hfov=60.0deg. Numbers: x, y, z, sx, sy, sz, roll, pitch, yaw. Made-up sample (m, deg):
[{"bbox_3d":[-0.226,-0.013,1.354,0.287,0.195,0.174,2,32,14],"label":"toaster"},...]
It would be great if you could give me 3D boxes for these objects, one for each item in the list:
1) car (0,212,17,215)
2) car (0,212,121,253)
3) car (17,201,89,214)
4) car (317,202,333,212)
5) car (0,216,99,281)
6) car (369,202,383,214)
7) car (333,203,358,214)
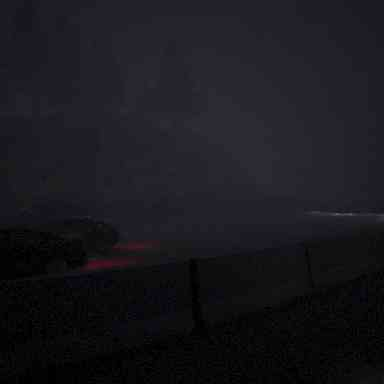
[{"bbox_3d":[-10.194,1.613,14.010,4.553,1.767,2.097,0,-1,-35],"label":"car"},{"bbox_3d":[-5.281,1.729,13.218,4.892,1.490,1.837,0,-1,-37],"label":"car"},{"bbox_3d":[-8.724,1.555,19.356,5.566,2.045,2.150,1,-1,-37],"label":"car"},{"bbox_3d":[19.598,2.125,48.349,1.812,1.442,4.674,-1,-1,36],"label":"car"},{"bbox_3d":[-5.336,1.638,8.849,5.008,1.535,1.882,0,-1,-36],"label":"car"},{"bbox_3d":[23.803,1.994,42.255,1.837,1.490,4.892,-1,-1,37],"label":"car"},{"bbox_3d":[20.345,2.089,43.484,1.994,1.385,4.181,-1,-1,38],"label":"car"}]
